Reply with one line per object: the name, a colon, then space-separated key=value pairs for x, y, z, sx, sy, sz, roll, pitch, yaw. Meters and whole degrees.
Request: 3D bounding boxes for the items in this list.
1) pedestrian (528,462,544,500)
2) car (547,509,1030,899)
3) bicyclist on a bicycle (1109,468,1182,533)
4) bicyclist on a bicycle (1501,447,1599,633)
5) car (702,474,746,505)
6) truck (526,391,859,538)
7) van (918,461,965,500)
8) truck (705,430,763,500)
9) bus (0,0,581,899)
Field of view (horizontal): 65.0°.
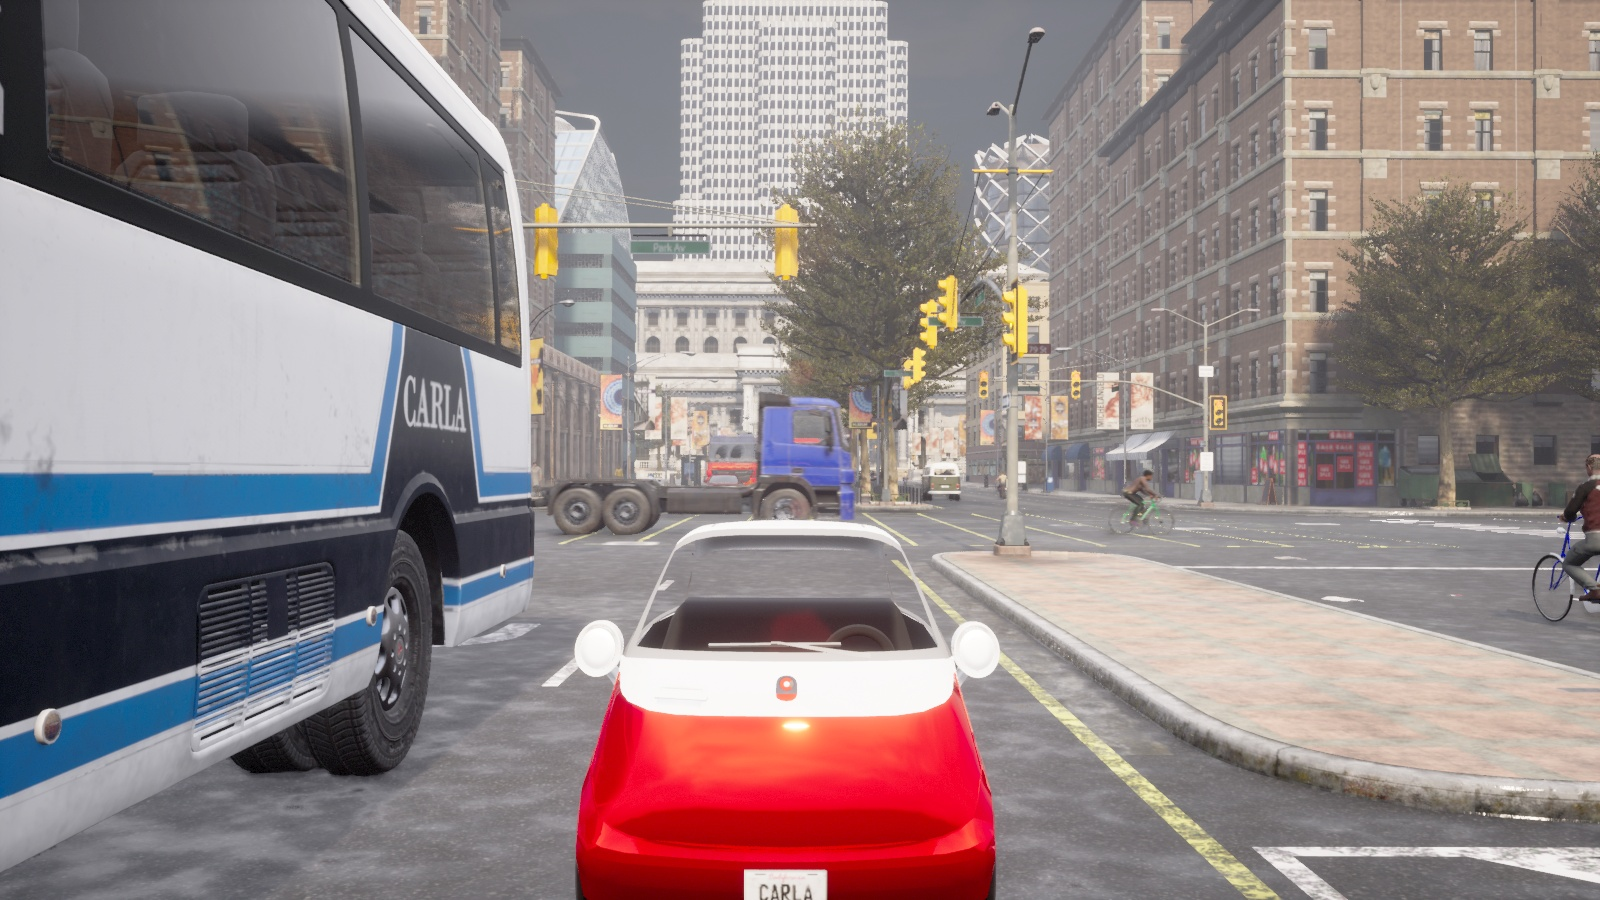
pedestrian: x=-13.704 y=1.618 z=65.181 sx=0.659 sy=1.952 sz=0.873 roll=0 pitch=-1 yaw=0
car: x=-0.039 y=0.953 z=4.966 sx=1.481 sy=1.376 sz=2.207 roll=0 pitch=-1 yaw=0
bicyclist on a bicycle: x=8.641 y=1.259 z=31.437 sx=1.656 sy=1.620 sz=0.582 roll=0 pitch=-1 yaw=0
bicyclist on a bicycle: x=7.942 y=0.866 z=12.700 sx=0.659 sy=1.776 sz=1.843 roll=0 pitch=-1 yaw=0
car: x=-3.653 y=1.877 z=61.008 sx=1.812 sy=1.442 sz=4.674 roll=0 pitch=-1 yaw=1
truck: x=-2.573 y=0.368 z=31.362 sx=7.936 sy=3.462 sz=2.891 roll=0 pitch=-1 yaw=0
van: x=7.803 y=1.674 z=69.687 sx=2.069 sy=2.038 sz=4.480 roll=0 pitch=-1 yaw=0
truck: x=-3.707 y=0.879 z=72.521 sx=2.891 sy=3.827 sz=8.468 roll=0 pitch=-1 yaw=0
bus: x=-3.542 y=-0.482 z=3.917 sx=3.944 sy=4.253 sz=10.273 roll=0 pitch=-1 yaw=0
